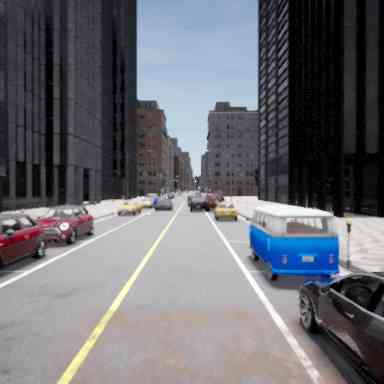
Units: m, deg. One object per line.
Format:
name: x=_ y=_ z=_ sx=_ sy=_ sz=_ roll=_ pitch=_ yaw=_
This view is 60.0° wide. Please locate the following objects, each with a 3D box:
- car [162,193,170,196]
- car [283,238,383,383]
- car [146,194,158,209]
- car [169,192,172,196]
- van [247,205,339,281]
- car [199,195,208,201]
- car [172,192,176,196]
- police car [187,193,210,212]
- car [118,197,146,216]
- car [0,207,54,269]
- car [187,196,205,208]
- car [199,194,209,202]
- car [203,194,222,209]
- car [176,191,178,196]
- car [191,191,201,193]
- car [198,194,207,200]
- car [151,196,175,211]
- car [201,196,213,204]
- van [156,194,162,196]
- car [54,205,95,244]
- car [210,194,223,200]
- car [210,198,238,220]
car: x=-5.910 y=1.371 z=65.890 sx=1.802 sy=1.307 sz=4.206 roll=0 pitch=0 yaw=0
car: x=2.663 y=1.549 z=3.844 sx=1.947 sy=1.339 sz=4.313 roll=0 pitch=0 yaw=0
car: x=-5.894 y=1.396 z=43.159 sx=1.752 sy=1.417 sz=4.829 roll=0 pitch=0 yaw=0
car: x=-5.915 y=1.204 z=71.531 sx=1.967 sy=1.590 sz=4.097 roll=0 pitch=0 yaw=0
van: x=2.658 y=1.302 z=9.482 sx=1.690 sy=1.788 sz=3.998 roll=0 pitch=0 yaw=0
car: x=2.607 y=1.321 z=77.153 sx=1.802 sy=1.307 sz=4.206 roll=0 pitch=0 yaw=0
car: x=-5.928 y=1.254 z=88.450 sx=1.947 sy=1.339 sz=4.313 roll=0 pitch=0 yaw=0
police car: x=0.727 y=1.308 z=37.264 sx=1.930 sy=1.638 sz=5.238 roll=-1 pitch=0 yaw=1
car: x=-5.892 y=1.424 z=31.846 sx=1.752 sy=1.417 sz=4.829 roll=0 pitch=0 yaw=1
car: x=-5.867 y=1.401 z=9.492 sx=1.967 sy=1.590 sz=4.097 roll=0 pitch=0 yaw=0
car: x=0.502 y=1.337 z=47.045 sx=1.882 sy=1.535 sz=5.008 roll=0 pitch=0 yaw=-8
car: x=2.611 y=1.205 z=71.513 sx=1.967 sy=1.590 sz=4.097 roll=0 pitch=0 yaw=0
car: x=2.632 y=1.185 z=43.315 sx=2.192 sy=1.841 sz=5.009 roll=0 pitch=0 yaw=0
car: x=-5.932 y=0.978 z=94.089 sx=2.192 sy=1.841 sz=5.009 roll=0 pitch=0 yaw=0
car: x=0.858 y=1.191 z=53.108 sx=2.097 sy=1.767 sz=4.553 roll=0 pitch=0 yaw=0
car: x=2.603 y=1.259 z=82.792 sx=1.887 sy=1.381 sz=4.507 roll=0 pitch=0 yaw=0
car: x=-3.123 y=1.449 z=37.830 sx=1.994 sy=1.385 sz=4.181 roll=0 pitch=0 yaw=0
car: x=2.620 y=1.363 z=60.235 sx=2.008 sy=1.369 sz=4.403 roll=0 pitch=0 yaw=0
van: x=-5.898 y=1.195 z=48.971 sx=1.690 sy=1.788 sz=3.998 roll=0 pitch=0 yaw=0
car: x=-5.871 y=1.382 z=15.130 sx=1.967 sy=1.590 sz=4.097 roll=0 pitch=0 yaw=0
car: x=2.636 y=1.201 z=37.675 sx=2.192 sy=1.841 sz=5.009 roll=0 pitch=0 yaw=0
car: x=2.645 y=1.437 z=26.607 sx=1.752 sy=1.417 sz=4.829 roll=0 pitch=0 yaw=1
